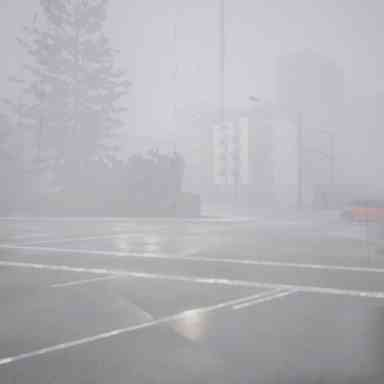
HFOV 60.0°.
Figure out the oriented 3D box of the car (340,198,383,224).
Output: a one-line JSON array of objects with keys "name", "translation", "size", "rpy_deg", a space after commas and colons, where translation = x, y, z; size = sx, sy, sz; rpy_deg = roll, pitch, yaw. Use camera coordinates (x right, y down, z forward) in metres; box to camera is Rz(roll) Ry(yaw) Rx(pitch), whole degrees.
[{"name": "car", "translation": [12.180, 1.261, 21.683], "size": [2.097, 1.767, 4.553], "rpy_deg": [0, 0, -35]}]
